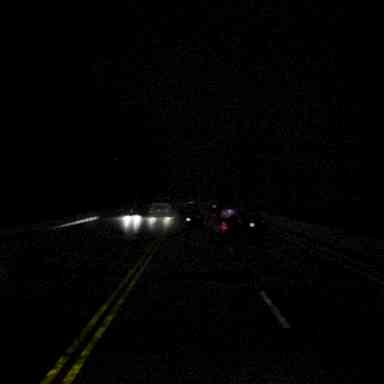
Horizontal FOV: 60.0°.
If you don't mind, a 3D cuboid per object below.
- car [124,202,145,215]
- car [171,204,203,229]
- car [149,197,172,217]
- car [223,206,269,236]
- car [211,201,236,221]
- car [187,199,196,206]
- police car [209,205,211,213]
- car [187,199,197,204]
[{"bbox_3d":[-6.632,1.881,38.815,2.128,1.511,4.902,0,-1,0],"label":"car"},{"bbox_3d":[-0.203,1.792,23.777,1.994,1.385,4.181,0,0,1],"label":"car"},{"bbox_3d":[-3.381,1.587,36.758,2.150,2.045,5.566,0,-1,0],"label":"car"},{"bbox_3d":[3.233,1.753,19.899,1.994,1.385,4.181,0,-1,0],"label":"car"},{"bbox_3d":[3.223,1.733,30.901,2.033,1.649,4.856,0,-1,0],"label":"car"},{"bbox_3d":[-0.066,2.376,74.922,1.837,1.490,4.892,0,-1,0],"label":"car"},{"bbox_3d":[3.213,1.929,41.901,2.038,1.542,4.974,0,-1,0],"label":"police car"},{"bbox_3d":[0.022,2.183,62.304,2.128,1.511,4.902,0,-1,0],"label":"car"}]
